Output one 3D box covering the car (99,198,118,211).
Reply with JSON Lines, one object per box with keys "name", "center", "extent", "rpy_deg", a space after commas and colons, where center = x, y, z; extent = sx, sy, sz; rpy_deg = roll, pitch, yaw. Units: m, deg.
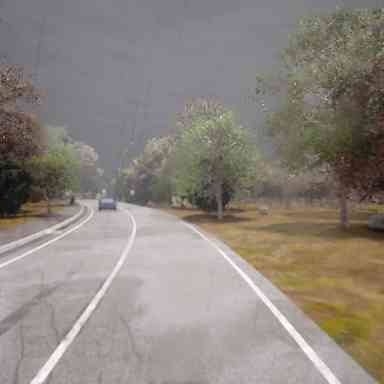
{"name": "car", "center": [-9.440, 1.358, 37.237], "extent": [1.812, 1.442, 4.674], "rpy_deg": [1, 0, -17]}
